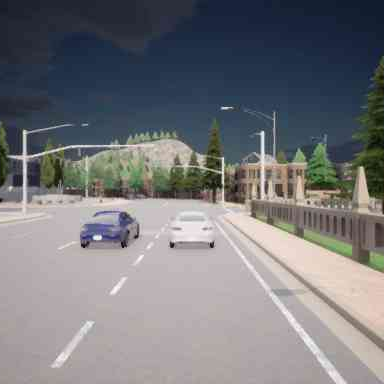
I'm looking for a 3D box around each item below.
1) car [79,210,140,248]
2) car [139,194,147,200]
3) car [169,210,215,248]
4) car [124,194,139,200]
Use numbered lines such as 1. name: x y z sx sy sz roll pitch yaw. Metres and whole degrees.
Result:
1. car: -3.500 1.531 14.650 1.812 1.442 4.674 0 0 0
2. car: -14.021 1.352 91.701 2.097 1.767 4.553 0 0 -32
3. car: 0.000 1.531 14.650 1.812 1.442 4.674 0 0 0
4. car: -16.767 1.498 89.517 1.837 1.490 4.892 0 0 -32
